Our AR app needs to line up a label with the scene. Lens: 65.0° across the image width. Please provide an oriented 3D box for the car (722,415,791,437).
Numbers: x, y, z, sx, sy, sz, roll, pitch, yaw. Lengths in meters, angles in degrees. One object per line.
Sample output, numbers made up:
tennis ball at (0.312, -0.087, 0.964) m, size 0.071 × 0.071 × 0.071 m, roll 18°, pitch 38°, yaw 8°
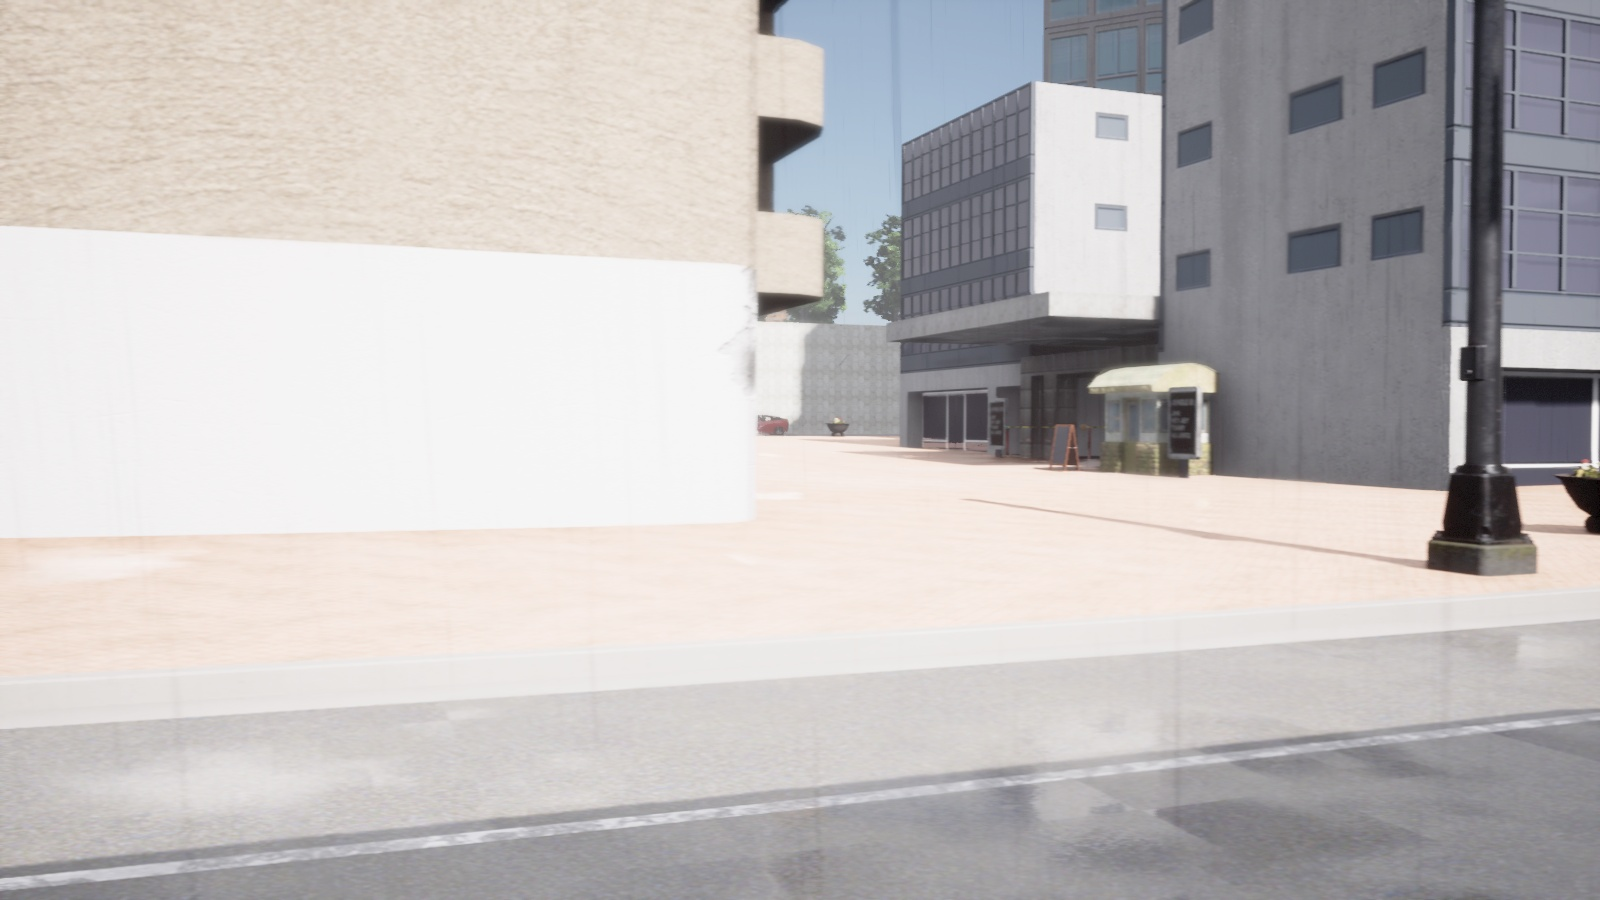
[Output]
car at (-3.126, -1.731, 90.067) m, size 4.514 × 1.525 × 2.007 m, roll -1°, pitch 1°, yaw -19°
